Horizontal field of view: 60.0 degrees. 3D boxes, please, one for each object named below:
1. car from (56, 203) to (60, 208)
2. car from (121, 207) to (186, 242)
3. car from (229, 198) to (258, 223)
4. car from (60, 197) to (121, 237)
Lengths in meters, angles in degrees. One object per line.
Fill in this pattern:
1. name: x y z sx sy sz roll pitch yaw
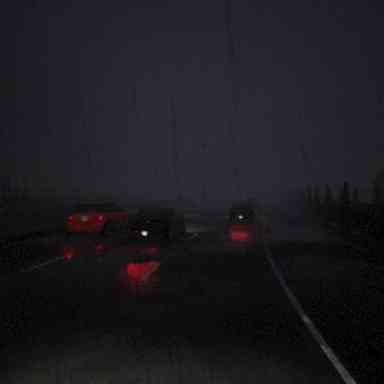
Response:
1. car: -14.383 1.487 40.971 2.033 1.411 5.357 0 0 12
2. car: -1.568 1.488 16.445 1.837 1.490 4.892 0 0 10
3. car: 3.944 1.501 25.859 1.837 1.490 4.892 0 0 12
4. car: -4.791 1.324 18.126 2.097 1.767 4.553 0 0 11
